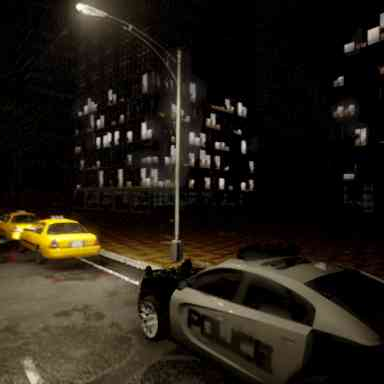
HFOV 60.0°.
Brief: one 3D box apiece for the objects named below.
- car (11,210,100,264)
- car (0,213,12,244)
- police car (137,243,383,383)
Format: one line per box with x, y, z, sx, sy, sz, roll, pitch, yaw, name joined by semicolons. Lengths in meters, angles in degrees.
-5.289;1.677;12.759;1.801;1.575;5.366;2;-2;-38;car
-9.104;1.730;17.512;1.801;1.575;5.366;2;-2;-39;car
0.944;1.553;4.637;1.930;1.638;5.238;2;-2;-37;police car
